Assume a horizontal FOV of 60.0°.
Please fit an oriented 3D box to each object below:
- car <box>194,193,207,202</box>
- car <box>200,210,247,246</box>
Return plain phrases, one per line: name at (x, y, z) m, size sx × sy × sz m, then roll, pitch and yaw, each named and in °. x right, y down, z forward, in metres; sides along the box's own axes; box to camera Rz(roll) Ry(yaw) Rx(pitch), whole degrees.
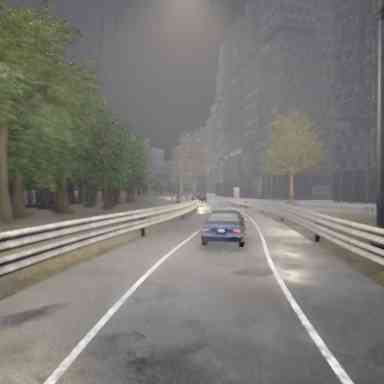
car at (1.724, 1.161, 70.901) m, size 2.150 × 2.045 × 5.566 m, roll 0°, pitch 0°, yaw -11°
car at (1.534, 1.556, 15.426) m, size 2.033 × 1.411 × 5.357 m, roll 0°, pitch 0°, yaw 9°
